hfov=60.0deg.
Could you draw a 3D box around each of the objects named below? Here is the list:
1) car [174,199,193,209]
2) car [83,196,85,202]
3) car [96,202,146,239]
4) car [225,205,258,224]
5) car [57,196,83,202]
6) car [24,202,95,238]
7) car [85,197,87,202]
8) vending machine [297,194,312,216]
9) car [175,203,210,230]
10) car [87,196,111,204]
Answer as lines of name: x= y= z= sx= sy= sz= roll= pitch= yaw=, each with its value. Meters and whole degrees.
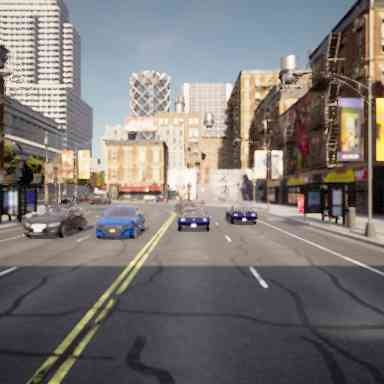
car: x=-0.881 y=1.565 z=39.126 sx=2.033 sy=1.411 sz=5.357 roll=0 pitch=0 yaw=-12
car: x=-25.751 y=1.557 z=74.981 sx=4.674 sy=1.452 sz=2.002 roll=0 pitch=0 yaw=20
car: x=-3.611 y=1.486 z=17.551 sx=1.882 sy=1.535 sz=5.008 roll=0 pitch=0 yaw=0
car: x=3.602 y=1.612 z=25.074 sx=1.895 sy=1.301 sz=4.718 roll=0 pitch=0 yaw=0
car: x=-21.608 y=1.553 z=57.573 sx=4.674 sy=1.442 sz=1.812 roll=0 pitch=0 yaw=35
car: x=-7.112 y=1.500 z=17.778 sx=2.128 sy=1.511 sz=4.902 roll=0 pitch=0 yaw=0
car: x=-20.447 y=1.630 z=72.810 sx=4.718 sy=1.301 sz=1.895 roll=0 pitch=0 yaw=30
vending machine: x=10.878 y=1.209 z=32.254 sx=1.100 sy=2.100 sz=0.880 roll=0 pitch=0 yaw=-1
car: x=0.101 y=1.611 z=21.077 sx=1.895 sy=1.301 sz=4.718 roll=0 pitch=0 yaw=0
car: x=-15.706 y=1.591 z=57.368 sx=4.181 sy=1.385 sz=1.994 roll=0 pitch=0 yaw=42
